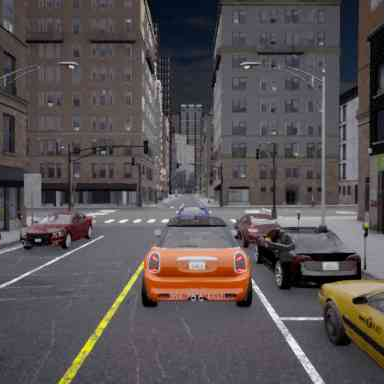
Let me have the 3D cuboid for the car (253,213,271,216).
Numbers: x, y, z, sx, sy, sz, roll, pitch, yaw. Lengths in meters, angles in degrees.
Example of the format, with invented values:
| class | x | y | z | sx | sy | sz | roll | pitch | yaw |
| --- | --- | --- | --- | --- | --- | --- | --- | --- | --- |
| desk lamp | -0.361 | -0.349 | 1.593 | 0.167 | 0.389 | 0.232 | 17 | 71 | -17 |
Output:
| class | x | y | z | sx | sy | sz | roll | pitch | yaw |
| --- | --- | --- | --- | --- | --- | --- | --- | --- | --- |
| car | 2.858 | 1.578 | 14.529 | 1.802 | 1.307 | 4.206 | -1 | 0 | 0 |

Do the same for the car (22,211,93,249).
| class | x | y | z | sx | sy | sz | roll | pitch | yaw |
| --- | --- | --- | --- | --- | --- | --- | --- | --- | --- |
| car | -5.687 | 1.541 | 14.521 | 1.887 | 1.381 | 4.507 | -1 | 0 | 0 |

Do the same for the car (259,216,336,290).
| class | x | y | z | sx | sy | sz | roll | pitch | yaw |
| --- | --- | --- | --- | --- | --- | --- | --- | --- | --- |
| car | 2.861 | 1.563 | 8.943 | 1.947 | 1.339 | 4.313 | -1 | 0 | 0 |

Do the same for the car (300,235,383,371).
| class | x | y | z | sx | sy | sz | roll | pitch | yaw |
| --- | --- | --- | --- | --- | --- | --- | --- | --- | --- |
| car | 2.864 | 1.524 | 3.527 | 1.752 | 1.417 | 4.829 | -1 | 0 | 0 |

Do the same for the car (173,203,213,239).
| class | x | y | z | sx | sy | sz | roll | pitch | yaw |
| --- | --- | --- | --- | --- | --- | --- | --- | --- | --- |
| car | 0.090 | 1.472 | 18.426 | 1.882 | 1.535 | 5.008 | 0 | 0 | 1 |

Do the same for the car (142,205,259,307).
| class | x | y | z | sx | sy | sz | roll | pitch | yaw |
| --- | --- | --- | --- | --- | --- | --- | --- | --- | --- |
| car | 0.092 | 1.350 | 8.138 | 2.097 | 1.767 | 4.553 | 0 | 0 | 0 |
